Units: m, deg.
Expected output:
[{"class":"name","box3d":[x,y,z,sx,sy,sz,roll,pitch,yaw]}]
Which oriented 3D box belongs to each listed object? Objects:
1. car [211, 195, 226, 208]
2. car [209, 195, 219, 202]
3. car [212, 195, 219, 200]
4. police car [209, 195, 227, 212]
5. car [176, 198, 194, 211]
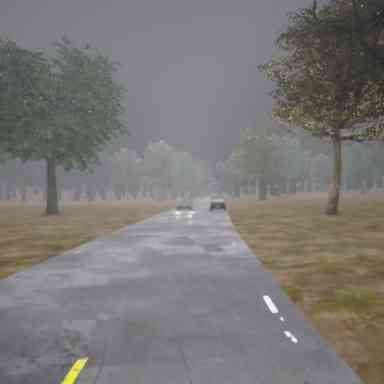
[{"class":"car","box3d":[3.953,1.373,49.967,2.097,1.767,4.553,0,0,5]},{"class":"car","box3d":[4.984,1.430,74.082,2.128,1.511,4.902,0,0,5]},{"class":"car","box3d":[6.726,1.548,94.626,1.895,1.301,4.718,0,0,5]},{"class":"police car","box3d":[3.131,1.443,40.139,1.930,1.638,5.238,0,0,5]},{"class":"car","box3d":[-0.830,1.513,40.605,1.837,1.490,4.892,0,0,5]}]
